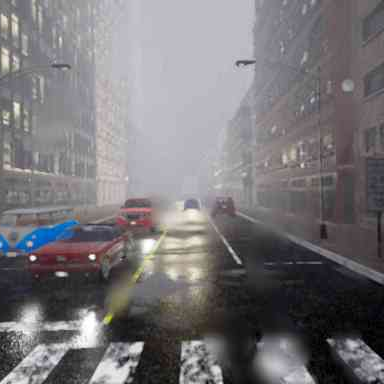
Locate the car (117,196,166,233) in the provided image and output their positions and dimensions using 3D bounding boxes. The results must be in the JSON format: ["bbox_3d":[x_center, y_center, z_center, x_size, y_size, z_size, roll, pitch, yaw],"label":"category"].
[{"bbox_3d":[-3.125,1.303,20.559,2.150,2.045,5.566,-1,0,0],"label":"car"}]

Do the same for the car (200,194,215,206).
[{"bbox_3d":[2.628,1.360,57.042,2.192,1.841,5.009,-1,0,0],"label":"car"}]

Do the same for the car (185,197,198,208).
[{"bbox_3d":[-0.051,1.566,52.133,1.882,1.535,5.008,-1,0,0],"label":"car"}]

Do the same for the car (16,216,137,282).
[{"bbox_3d":[-3.119,1.663,10.156,1.895,1.301,4.718,-1,0,0],"label":"car"}]

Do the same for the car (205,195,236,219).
[{"bbox_3d":[2.646,1.298,29.288,2.192,1.841,5.009,-1,0,0],"label":"car"}]

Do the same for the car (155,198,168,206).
[{"bbox_3d":[-5.748,1.780,62.586,2.008,1.369,4.403,-1,0,0],"label":"car"}]

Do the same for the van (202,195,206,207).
[{"bbox_3d":[2.636,1.360,45.940,1.690,1.788,3.998,-1,0,0],"label":"van"}]

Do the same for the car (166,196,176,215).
[{"bbox_3d":[-3.115,1.465,35.232,2.097,1.767,4.553,-1,0,0],"label":"car"}]

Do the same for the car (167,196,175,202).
[{"bbox_3d":[-5.765,1.883,90.340,1.802,1.307,4.206,-1,0,0],"label":"car"}]

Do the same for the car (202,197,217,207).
[{"bbox_3d":[2.637,1.583,51.490,2.008,1.369,4.403,-1,0,0],"label":"car"}]

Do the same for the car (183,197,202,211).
[{"bbox_3d":[-0.044,1.542,41.711,1.882,1.535,5.008,-1,0,0],"label":"car"}]

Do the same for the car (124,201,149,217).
[{"bbox_3d":[-5.732,1.690,34.661,1.752,1.417,4.829,-1,0,0],"label":"car"}]

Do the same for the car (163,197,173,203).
[{"bbox_3d":[-5.759,1.823,79.238,2.008,1.369,4.403,-1,0,0],"label":"car"}]

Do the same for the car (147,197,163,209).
[{"bbox_3d":[-5.744,1.642,51.484,1.967,1.590,4.097,-1,0,0],"label":"car"}]

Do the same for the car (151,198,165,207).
[{"bbox_3d":[-5.746,1.740,56.865,1.752,1.417,4.829,-1,0,0],"label":"car"}]

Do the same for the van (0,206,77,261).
[{"bbox_3d":[-5.722,1.461,12.628,1.690,1.788,3.998,-1,0,0],"label":"van"}]
